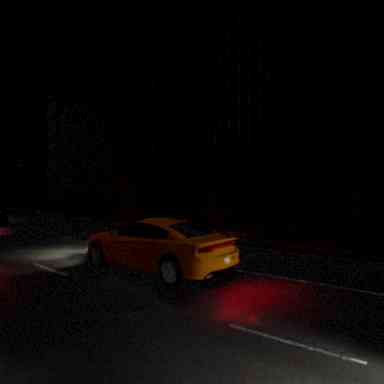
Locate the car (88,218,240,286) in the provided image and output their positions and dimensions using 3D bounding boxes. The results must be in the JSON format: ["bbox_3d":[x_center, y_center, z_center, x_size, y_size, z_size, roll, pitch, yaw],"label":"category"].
[{"bbox_3d":[-1.036,1.483,9.565,5.008,1.535,1.882,0,0,40],"label":"car"}]

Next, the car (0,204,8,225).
[{"bbox_3d":[-14.496,1.532,23.602,1.837,1.490,4.892,0,0,-41],"label":"car"}]
